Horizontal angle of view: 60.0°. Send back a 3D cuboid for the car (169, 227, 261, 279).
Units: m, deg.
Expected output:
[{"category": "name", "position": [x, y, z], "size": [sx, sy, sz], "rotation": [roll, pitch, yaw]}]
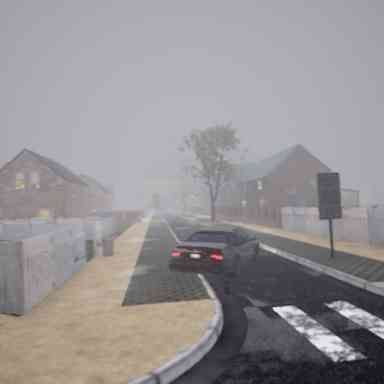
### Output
[{"category": "car", "position": [1.038, 1.912, 11.568], "size": [2.033, 1.411, 5.357], "rotation": [-1, -2, 22]}]
